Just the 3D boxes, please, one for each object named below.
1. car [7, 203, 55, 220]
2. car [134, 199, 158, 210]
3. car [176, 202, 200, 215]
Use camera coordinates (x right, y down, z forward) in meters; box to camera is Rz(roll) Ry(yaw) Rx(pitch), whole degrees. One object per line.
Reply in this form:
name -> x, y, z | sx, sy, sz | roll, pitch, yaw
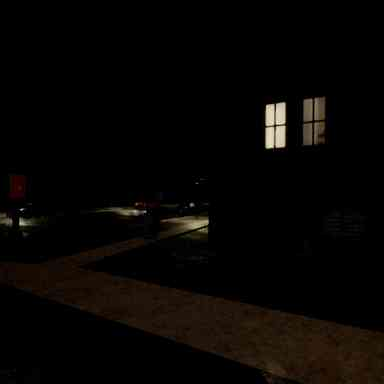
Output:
car -> -14.805, 1.780, 30.952 | 1.812, 1.442, 4.674 | 1, -1, 18
car -> -7.218, 1.938, 52.443 | 2.097, 1.767, 4.553 | 1, 0, 21
car -> -0.466, 2.066, 42.153 | 2.128, 1.511, 4.902 | 1, -1, 20
